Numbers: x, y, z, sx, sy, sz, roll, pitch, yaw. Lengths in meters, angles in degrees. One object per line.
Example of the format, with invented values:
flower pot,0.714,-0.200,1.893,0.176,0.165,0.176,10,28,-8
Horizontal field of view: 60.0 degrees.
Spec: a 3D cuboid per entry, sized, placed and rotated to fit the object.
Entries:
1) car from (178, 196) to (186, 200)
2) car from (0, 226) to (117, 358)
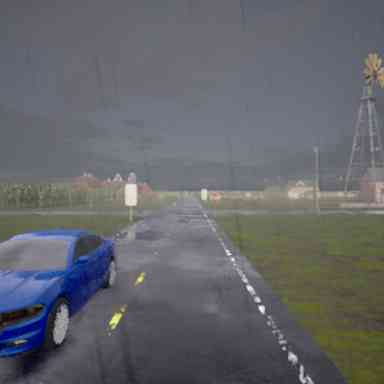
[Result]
car,-2.625,1.822,90.335,1.837,1.490,4.892,0,0,0
car,-2.840,1.520,6.499,1.882,1.535,5.008,0,0,0
